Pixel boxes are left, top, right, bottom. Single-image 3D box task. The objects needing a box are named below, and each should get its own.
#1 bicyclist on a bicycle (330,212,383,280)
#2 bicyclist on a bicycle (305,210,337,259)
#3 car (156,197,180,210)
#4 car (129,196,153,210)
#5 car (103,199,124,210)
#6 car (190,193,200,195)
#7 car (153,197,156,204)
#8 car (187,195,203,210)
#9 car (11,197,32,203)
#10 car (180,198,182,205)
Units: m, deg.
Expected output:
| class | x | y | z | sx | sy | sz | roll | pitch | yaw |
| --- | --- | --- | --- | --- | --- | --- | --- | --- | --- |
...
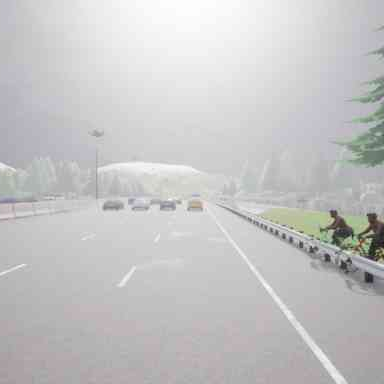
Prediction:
| class | x | y | z | sx | sy | sz | roll | pitch | yaw |
| --- | --- | --- | --- | --- | --- | --- | --- | --- | --- |
| bicyclist on a bicycle | 4.534 | 1.357 | 8.377 | 1.656 | 1.620 | 0.582 | 11 | 2 | 0 |
| bicyclist on a bicycle | 4.418 | 1.382 | 10.270 | 1.656 | 1.620 | 0.582 | 9 | 2 | 15 |
| car | -3.101 | 1.502 | 43.715 | 2.128 | 1.511 | 4.902 | 0 | 0 | 0 |
| car | -6.612 | 1.536 | 43.356 | 1.812 | 1.442 | 4.674 | 0 | 0 | -1 |
| car | -10.107 | 1.574 | 43.067 | 1.994 | 1.385 | 4.181 | 0 | 0 | 0 |
| car | 0.510 | 1.251 | 58.102 | 2.150 | 2.045 | 5.566 | 0 | 0 | 0 |
| car | -6.472 | 1.602 | 60.326 | 1.994 | 1.385 | 4.181 | 0 | 0 | 1 |
| car | 0.393 | 1.488 | 43.129 | 1.882 | 1.535 | 5.008 | 0 | 0 | 0 |
| car | -27.684 | 1.524 | 55.422 | 1.837 | 1.490 | 4.892 | 0 | 0 | 1 |
| car | -2.960 | 1.611 | 61.786 | 1.994 | 1.385 | 4.181 | 0 | 0 | 1 |
